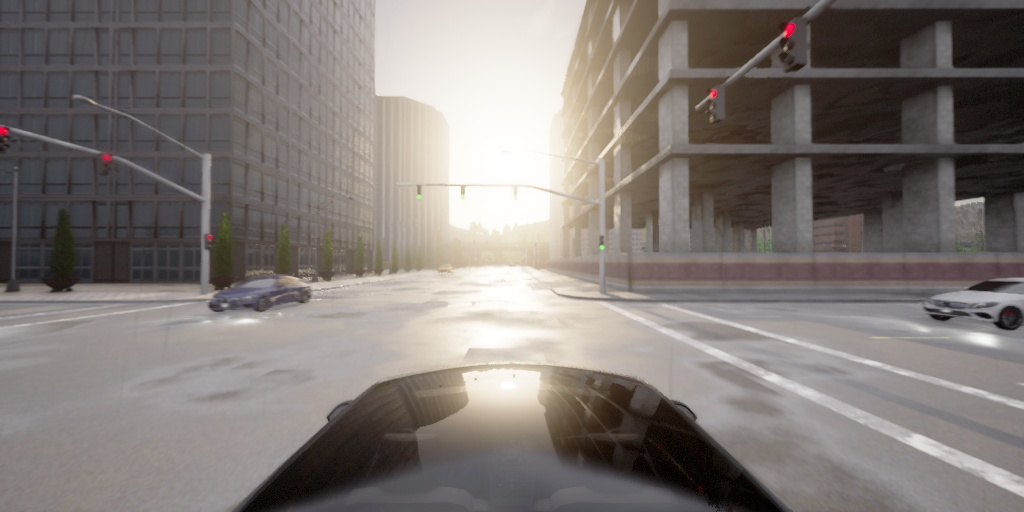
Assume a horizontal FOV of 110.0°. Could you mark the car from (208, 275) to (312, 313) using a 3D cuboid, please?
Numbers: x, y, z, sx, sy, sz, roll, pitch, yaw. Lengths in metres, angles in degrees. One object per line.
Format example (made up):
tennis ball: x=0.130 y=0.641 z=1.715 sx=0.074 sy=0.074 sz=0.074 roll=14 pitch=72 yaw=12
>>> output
car: x=-10.474 y=1.555 z=15.412 sx=1.812 sy=1.442 sz=4.674 roll=0 pitch=-1 yaw=0

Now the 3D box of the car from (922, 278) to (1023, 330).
car: x=15.654 y=1.397 z=11.036 sx=4.674 sy=1.442 sz=1.812 roll=0 pitch=-1 yaw=0

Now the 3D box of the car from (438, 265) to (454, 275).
car: x=-10.483 y=2.096 z=56.912 sx=1.882 sy=1.535 sz=5.008 roll=0 pitch=-1 yaw=0
